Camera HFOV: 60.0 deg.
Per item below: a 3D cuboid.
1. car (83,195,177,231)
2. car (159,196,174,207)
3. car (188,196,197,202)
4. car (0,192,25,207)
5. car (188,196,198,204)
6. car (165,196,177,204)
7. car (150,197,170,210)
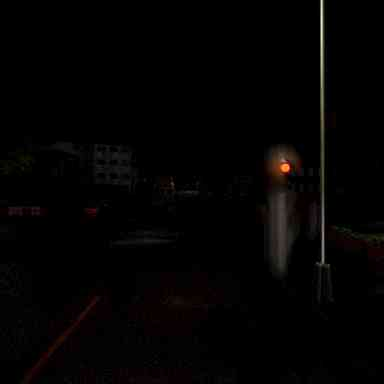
[{"bbox_3d":[-3.957,1.219,20.937,5.566,2.045,2.150,0,1,-29],"label":"car"},{"bbox_3d":[-4.008,1.491,53.028,2.128,1.511,4.902,0,0,0],"label":"car"},{"bbox_3d":[0.124,1.583,76.773,1.895,1.301,4.718,0,0,0],"label":"car"},{"bbox_3d":[-19.702,0.985,34.984,1.905,1.878,3.866,0,0,35],"label":"car"},{"bbox_3d":[0.107,1.547,66.178,2.033,1.411,5.357,0,0,0],"label":"car"},{"bbox_3d":[-3.953,1.477,63.202,1.882,1.535,5.008,0,0,0],"label":"car"},{"bbox_3d":[-4.031,1.491,43.064,2.128,1.511,4.902,0,0,0],"label":"car"}]
